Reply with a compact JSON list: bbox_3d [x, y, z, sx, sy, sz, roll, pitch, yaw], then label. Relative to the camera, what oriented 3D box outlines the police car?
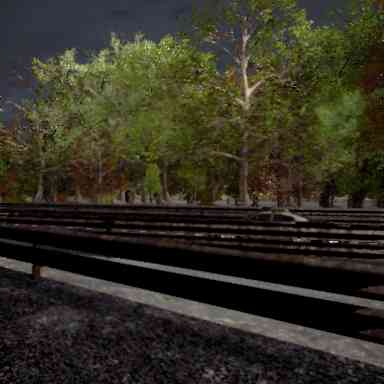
[{"bbox_3d":[3.244,1.477,14.754,5.238,1.638,1.930,0,0,22],"label":"police car"}]
